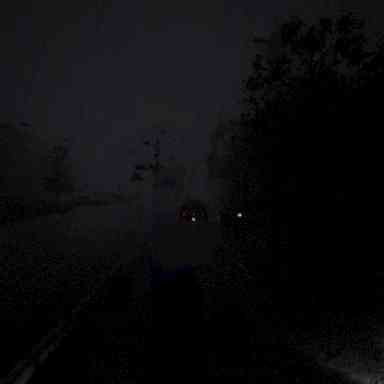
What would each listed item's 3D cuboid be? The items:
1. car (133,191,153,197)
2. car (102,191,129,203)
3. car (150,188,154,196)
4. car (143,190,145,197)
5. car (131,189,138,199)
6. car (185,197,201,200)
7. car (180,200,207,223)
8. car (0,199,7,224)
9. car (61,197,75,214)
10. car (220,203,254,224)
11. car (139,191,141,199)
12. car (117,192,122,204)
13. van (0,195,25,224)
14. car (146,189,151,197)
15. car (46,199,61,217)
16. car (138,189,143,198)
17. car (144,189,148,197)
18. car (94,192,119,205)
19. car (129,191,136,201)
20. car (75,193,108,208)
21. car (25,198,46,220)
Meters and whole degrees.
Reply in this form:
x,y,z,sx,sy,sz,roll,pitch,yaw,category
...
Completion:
x,y,z,sx,sy,sz,roll,pitch,yaw,category
-13.980,0.452,94.179,5.366,1.575,1.946,-1,1,-20,car
-13.811,0.921,55.239,5.566,2.045,2.435,-1,0,-20,car
-13.790,0.323,88.257,5.566,2.045,2.435,-1,1,-20,car
-13.822,0.876,76.246,4.674,1.452,2.002,-1,1,-20,car
-13.856,0.805,64.219,5.566,2.045,2.435,-1,1,-20,car
0.102,1.306,41.511,1.812,1.442,4.674,0,0,0,car
0.101,1.487,24.207,1.895,1.301,4.718,0,0,0,car
-13.851,1.411,19.255,4.892,1.521,2.231,-1,1,-20,car
-13.823,1.365,31.220,4.792,1.488,2.163,-1,0,-20,car
3.101,1.453,23.632,1.994,1.385,4.181,0,0,0,car
-13.826,0.998,70.247,4.674,1.452,2.002,-1,1,-20,car
-13.839,1.237,52.223,4.674,1.452,2.002,-1,0,-20,car
-13.966,1.168,22.193,4.442,1.987,1.878,-1,1,-20,van
-13.787,0.668,85.260,4.792,1.488,2.163,-1,1,-20,car
-13.846,1.395,28.202,4.674,1.452,2.002,-1,1,-20,car
-13.853,0.772,73.232,4.553,1.767,2.185,-1,1,-20,car
-13.810,0.772,79.244,5.008,1.535,2.097,-1,2,-20,car
-14.009,1.222,49.149,5.366,1.575,1.946,-1,1,-20,car
-13.657,1.093,61.295,5.366,1.575,1.946,-1,0,-20,car
-13.815,1.291,43.226,4.792,1.488,2.163,-1,0,-20,car
-13.825,1.247,25.229,4.553,1.767,2.185,-1,1,-20,car
